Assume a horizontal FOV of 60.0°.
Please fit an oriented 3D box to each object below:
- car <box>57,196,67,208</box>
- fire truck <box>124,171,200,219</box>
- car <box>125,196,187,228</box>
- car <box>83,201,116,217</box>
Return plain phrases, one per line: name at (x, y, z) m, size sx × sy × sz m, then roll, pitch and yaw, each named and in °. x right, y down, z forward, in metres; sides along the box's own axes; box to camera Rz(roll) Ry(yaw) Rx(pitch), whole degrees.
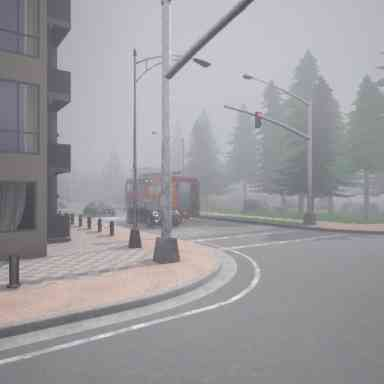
car at (-18.692, 1.349, 45.536) m, size 2.097 × 1.767 × 4.553 m, roll 0°, pitch 0°, yaw -35°
fire truck at (-2.859, 0.326, 28.871) m, size 2.891 × 3.827 × 8.468 m, roll 0°, pitch 0°, yaw -35°
car at (-2.635, 1.337, 22.215) m, size 2.097 × 1.767 × 4.553 m, roll 0°, pitch 0°, yaw -35°
car at (-8.605, 1.548, 30.829) m, size 1.994 × 1.385 × 4.181 m, roll 0°, pitch 0°, yaw -35°
